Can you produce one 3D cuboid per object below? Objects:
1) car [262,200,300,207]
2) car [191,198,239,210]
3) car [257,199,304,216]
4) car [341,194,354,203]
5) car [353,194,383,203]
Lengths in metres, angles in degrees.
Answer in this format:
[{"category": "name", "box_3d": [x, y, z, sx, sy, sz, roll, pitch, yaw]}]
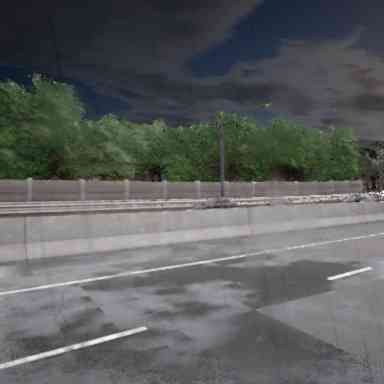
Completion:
[{"category": "car", "box_3d": [7.170, 1.442, 26.044, 4.181, 1.385, 1.994, 0, 0, -34]}, {"category": "car", "box_3d": [2.189, 1.386, 31.118, 4.892, 1.490, 1.837, 0, 0, -34]}, {"category": "car", "box_3d": [8.325, 1.409, 31.072, 4.181, 1.385, 1.994, -1, 0, -34]}, {"category": "car", "box_3d": [21.900, 1.040, 44.325, 4.902, 1.511, 2.128, -1, 1, -33]}, {"category": "car", "box_3d": [22.381, 1.082, 40.468, 4.902, 1.511, 2.128, -1, 1, -33]}]
